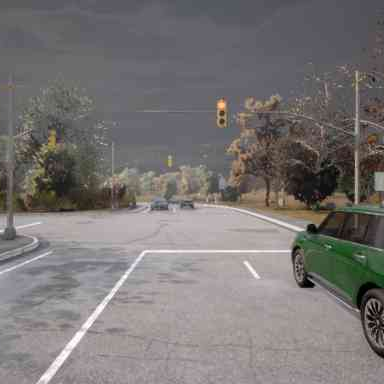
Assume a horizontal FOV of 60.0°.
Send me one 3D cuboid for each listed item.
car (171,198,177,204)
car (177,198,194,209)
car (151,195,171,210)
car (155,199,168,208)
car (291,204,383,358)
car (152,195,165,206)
[{"bbox_3d":[-4.670,2.359,83.025,2.128,1.511,4.902,0,-1,-22],"label":"car"},{"bbox_3d":[-0.816,1.642,48.650,1.837,1.490,4.892,0,-1,-4],"label":"car"},{"bbox_3d":[-4.167,1.425,43.060,2.097,1.767,4.553,0,-1,-3],"label":"car"},{"bbox_3d":[-4.960,1.766,53.263,2.033,1.411,5.357,0,-1,-6],"label":"car"},{"bbox_3d":[3.581,1.221,6.105,2.150,2.045,5.566,0,0,0],"label":"car"},{"bbox_3d":[-6.479,1.662,63.628,2.150,2.045,5.566,0,-1,-10],"label":"car"}]
